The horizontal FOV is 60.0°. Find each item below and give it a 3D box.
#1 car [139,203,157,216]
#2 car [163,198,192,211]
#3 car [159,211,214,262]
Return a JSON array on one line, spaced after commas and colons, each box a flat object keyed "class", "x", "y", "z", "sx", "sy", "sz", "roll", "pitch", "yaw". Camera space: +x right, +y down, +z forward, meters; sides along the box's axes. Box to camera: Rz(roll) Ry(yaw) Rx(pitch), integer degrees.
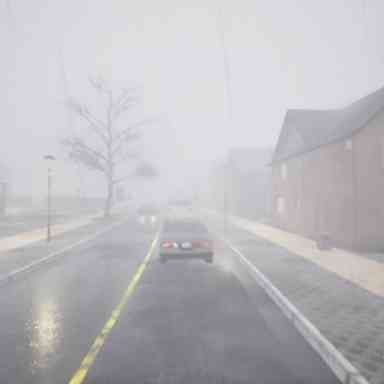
[{"class": "car", "x": -4.891, "y": 1.955, "z": 37.337, "sx": 1.994, "sy": 1.385, "sz": 4.181, "roll": 0, "pitch": -1, "yaw": -6}, {"class": "car", "x": -1.161, "y": 1.518, "z": 27.682, "sx": 2.150, "sy": 2.045, "sz": 5.566, "roll": 0, "pitch": 0, "yaw": -4}, {"class": "car", "x": -0.252, "y": 1.682, "z": 12.614, "sx": 2.033, "sy": 1.411, "sz": 5.357, "roll": 0, "pitch": -1, "yaw": -2}]
